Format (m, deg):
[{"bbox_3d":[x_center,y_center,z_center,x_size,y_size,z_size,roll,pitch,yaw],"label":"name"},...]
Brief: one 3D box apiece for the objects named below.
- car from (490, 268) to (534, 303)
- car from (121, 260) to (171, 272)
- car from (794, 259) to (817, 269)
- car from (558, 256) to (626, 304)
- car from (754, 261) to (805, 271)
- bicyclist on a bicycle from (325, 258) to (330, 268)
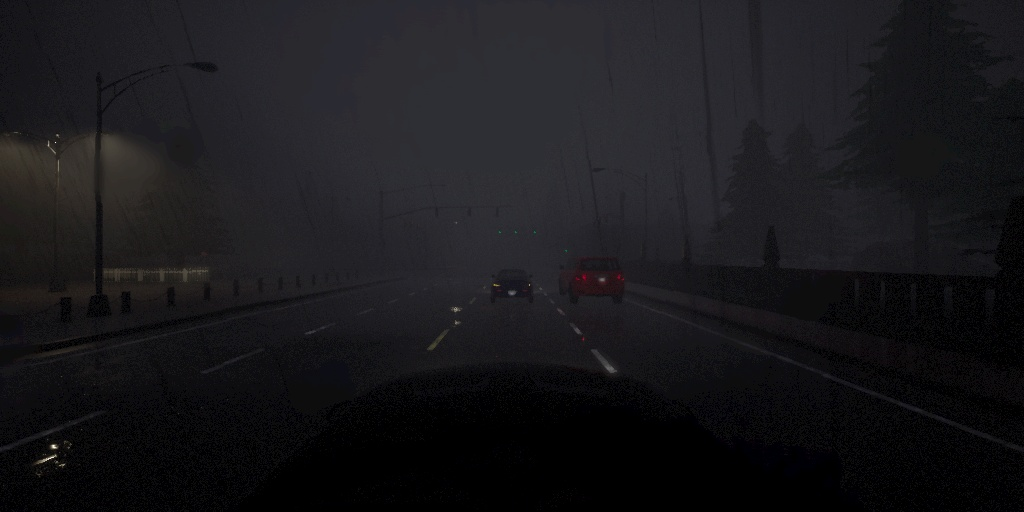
[{"bbox_3d":[0.000,1.282,16.500,1.812,1.442,4.674,0,0,0],"label":"car"},{"bbox_3d":[-46.585,1.282,45.341,4.674,1.442,1.812,0,0,0],"label":"car"},{"bbox_3d":[36.425,1.154,45.403,4.553,1.767,2.097,0,0,0],"label":"car"},{"bbox_3d":[3.500,1.007,16.530,2.150,2.045,5.566,0,0,0],"label":"car"},{"bbox_3d":[36.392,1.352,48.903,5.357,1.411,2.033,0,0,0],"label":"car"},{"bbox_3d":[-27.391,1.049,53.238,0.582,1.620,1.656,0,0,0],"label":"bicyclist on a bicycle"}]
